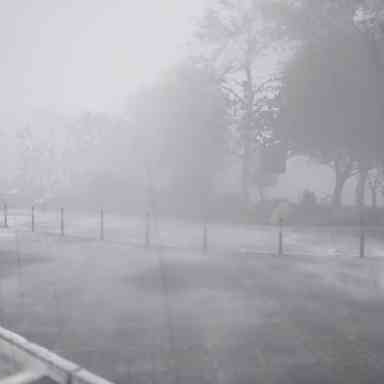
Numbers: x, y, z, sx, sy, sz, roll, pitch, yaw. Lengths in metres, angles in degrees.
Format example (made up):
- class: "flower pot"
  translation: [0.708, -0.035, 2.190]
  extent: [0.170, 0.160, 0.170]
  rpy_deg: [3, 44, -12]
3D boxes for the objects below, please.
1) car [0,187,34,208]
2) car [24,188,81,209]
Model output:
- class: "car"
  translation: [-17.836, 0.534, 35.238]
  extent: [2.435, 2.045, 5.566]
  rpy_deg: [1, 1, 34]
- class: "car"
  translation: [-13.092, 0.754, 31.941]
  extent: [2.185, 1.767, 4.553]
  rpy_deg: [2, 1, 34]
